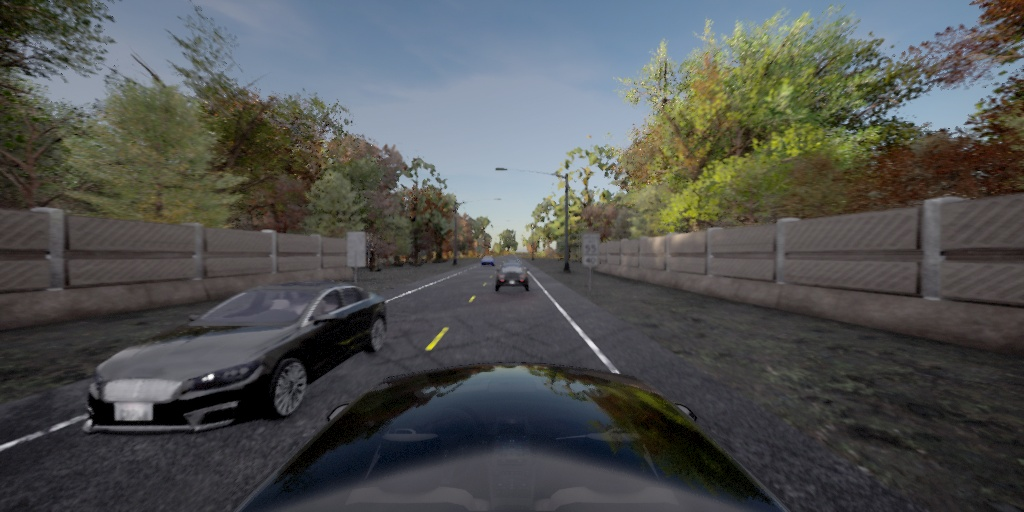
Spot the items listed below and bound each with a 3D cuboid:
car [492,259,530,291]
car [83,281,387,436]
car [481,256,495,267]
[{"bbox_3d":[0.023,1.127,20.529,1.812,1.442,4.674,0,1,0],"label":"car"},{"bbox_3d":[-3.600,1.208,5.862,2.128,1.511,4.902,0,0,0],"label":"car"},{"bbox_3d":[-3.537,0.776,52.927,1.882,1.535,5.008,0,1,1],"label":"car"}]
